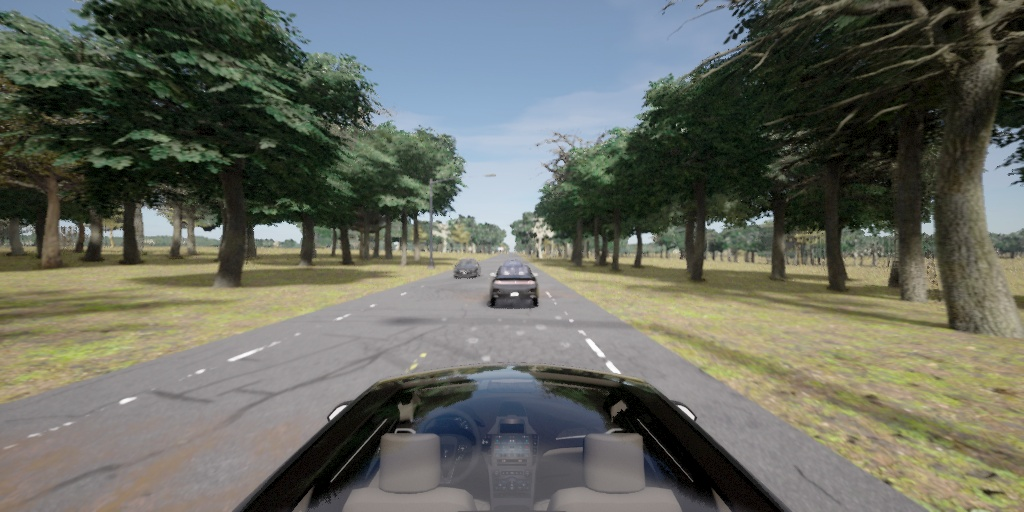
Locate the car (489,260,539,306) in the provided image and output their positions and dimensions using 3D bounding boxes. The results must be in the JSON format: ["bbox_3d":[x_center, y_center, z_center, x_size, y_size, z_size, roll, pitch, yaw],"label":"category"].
[{"bbox_3d":[0.085,1.105,14.893,2.128,1.511,4.902,0,1,0],"label":"car"}]

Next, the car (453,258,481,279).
[{"bbox_3d":[-3.518,0.967,28.770,1.837,1.490,4.892,0,1,0],"label":"car"}]
